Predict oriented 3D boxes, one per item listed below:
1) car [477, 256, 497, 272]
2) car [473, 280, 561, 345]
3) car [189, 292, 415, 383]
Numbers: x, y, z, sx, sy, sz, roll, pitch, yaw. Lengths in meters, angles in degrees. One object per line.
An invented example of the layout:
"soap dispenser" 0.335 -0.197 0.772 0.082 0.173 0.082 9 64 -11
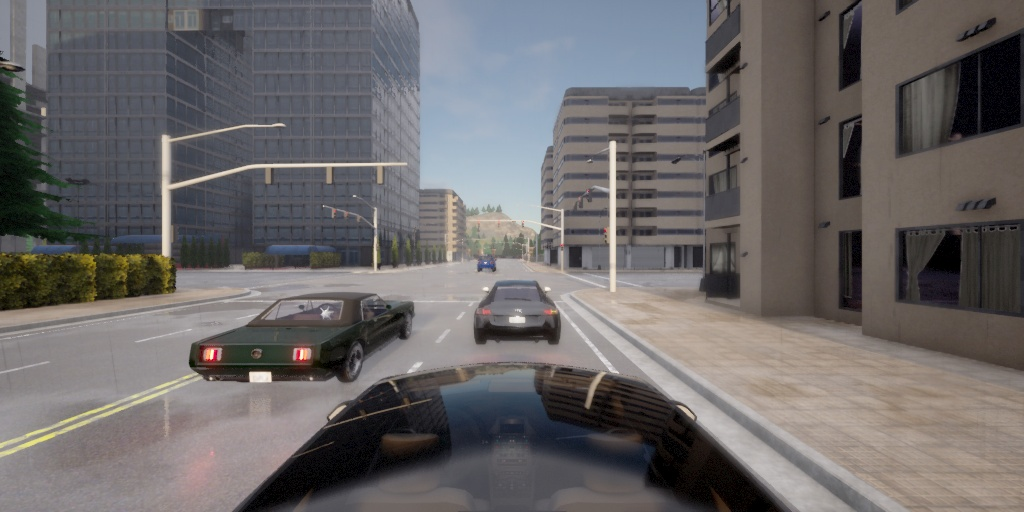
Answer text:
"car" -3.211 0.971 46.283 2.150 2.045 5.566 0 0 0
"car" 0.130 1.314 9.545 1.994 1.385 4.181 0 0 1
"car" -3.381 1.351 7.067 1.895 1.301 4.718 0 0 0
